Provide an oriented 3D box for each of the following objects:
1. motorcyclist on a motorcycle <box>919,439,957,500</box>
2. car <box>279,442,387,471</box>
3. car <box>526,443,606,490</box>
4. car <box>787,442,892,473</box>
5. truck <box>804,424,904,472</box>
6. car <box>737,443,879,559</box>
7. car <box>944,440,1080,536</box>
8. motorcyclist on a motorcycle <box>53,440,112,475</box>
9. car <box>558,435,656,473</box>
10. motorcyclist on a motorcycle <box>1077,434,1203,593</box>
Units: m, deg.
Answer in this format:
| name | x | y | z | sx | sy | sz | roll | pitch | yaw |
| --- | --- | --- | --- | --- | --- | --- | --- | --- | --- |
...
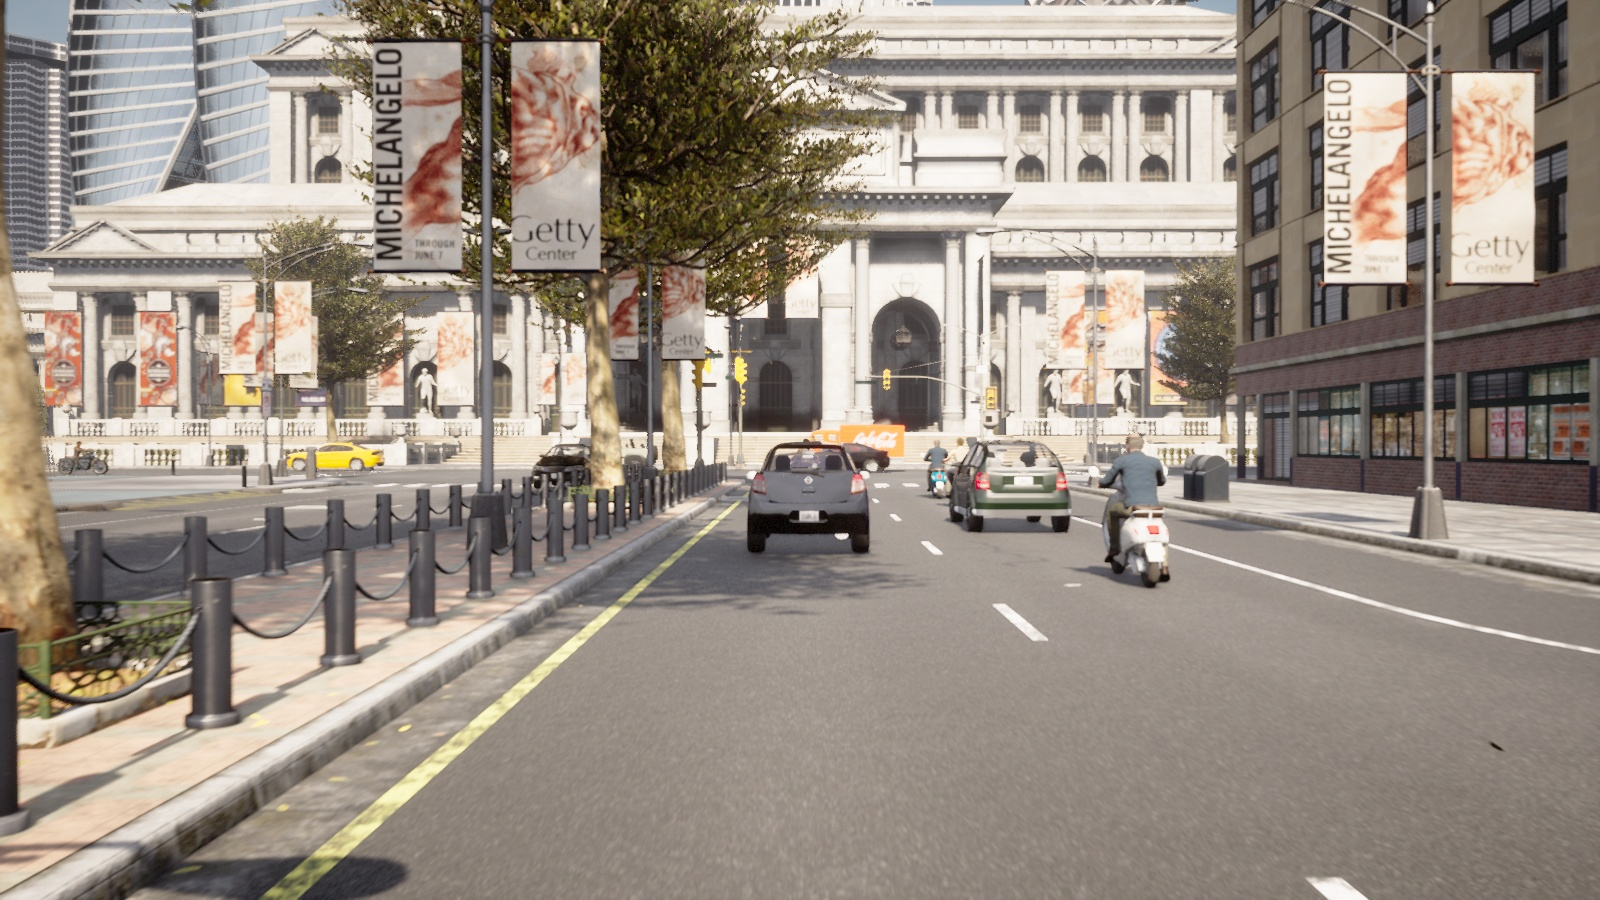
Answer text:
| name | x | y | z | sx | sy | sz | roll | pitch | yaw |
| --- | --- | --- | --- | --- | --- | --- | --- | --- | --- |
| motorcyclist on a motorcycle | 3.684 | 0.513 | 33.659 | 0.866 | 1.590 | 1.817 | 0 | 0 | 1 |
| car | -24.762 | 0.328 | 66.691 | 5.008 | 1.535 | 1.882 | 0 | 0 | 1 |
| car | -7.748 | 0.517 | 41.956 | 1.816 | 1.474 | 4.193 | 0 | 0 | 1 |
| car | 1.928 | 0.373 | 62.555 | 5.008 | 1.535 | 1.882 | 0 | 0 | -6 |
| truck | 2.822 | -0.112 | 66.421 | 5.204 | 2.467 | 2.627 | 0 | 0 | 1 |
| car | 0.118 | 0.658 | 18.160 | 1.845 | 1.501 | 3.633 | 0 | 0 | 0 |
| car | 3.640 | 0.603 | 22.132 | 1.789 | 1.549 | 3.705 | 0 | 0 | 0 |
| motorcyclist on a motorcycle | -34.152 | 0.332 | 59.778 | 2.350 | 1.649 | 0.766 | 0 | 0 | 0 |
| car | -9.654 | 0.200 | 63.044 | 4.605 | 1.855 | 1.932 | 0 | 0 | 1 |
| motorcyclist on a motorcycle | 3.592 | 0.627 | 13.431 | 0.866 | 1.590 | 1.817 | 0 | 0 | 0 |
